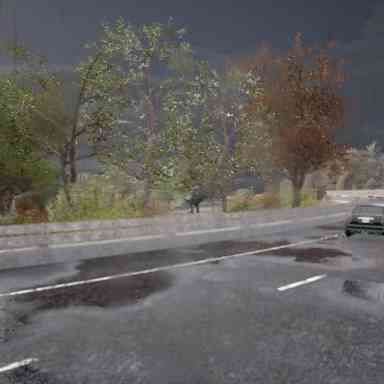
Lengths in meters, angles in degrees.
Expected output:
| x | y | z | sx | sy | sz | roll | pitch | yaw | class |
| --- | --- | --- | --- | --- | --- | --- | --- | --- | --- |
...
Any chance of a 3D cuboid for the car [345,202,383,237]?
| x | y | z | sx | sy | sz | roll | pitch | yaw | class |
| --- | --- | --- | --- | --- | --- | --- | --- | --- | --- |
| 9.689 | 1.377 | 17.177 | 2.097 | 1.767 | 4.553 | 0 | 0 | 45 | car |
